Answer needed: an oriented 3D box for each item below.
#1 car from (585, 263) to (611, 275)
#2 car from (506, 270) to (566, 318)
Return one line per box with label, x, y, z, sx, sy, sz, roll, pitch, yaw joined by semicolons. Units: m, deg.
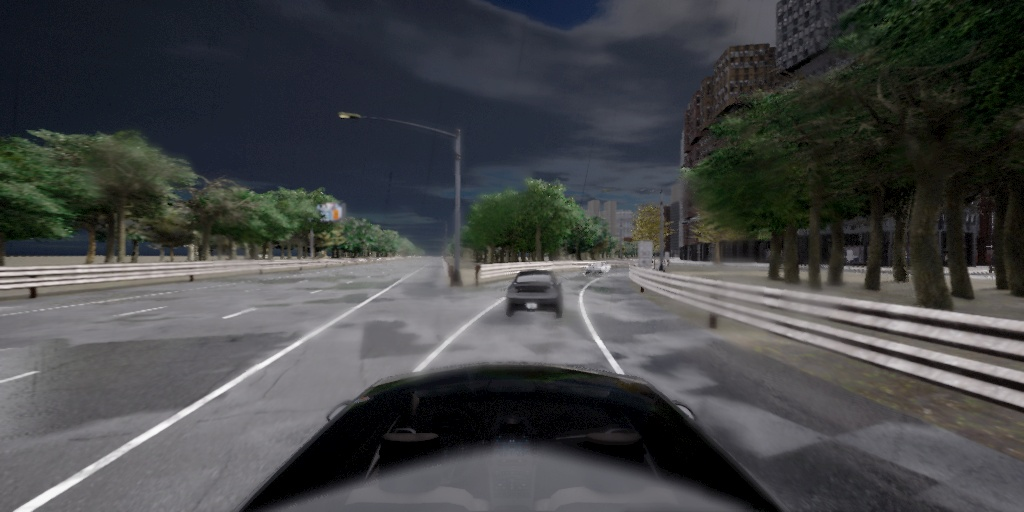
car;9.841;1.400;40.639;1.895;1.301;4.718;0;0;28
car;0.955;1.265;13.222;1.837;1.490;4.892;0;0;8
